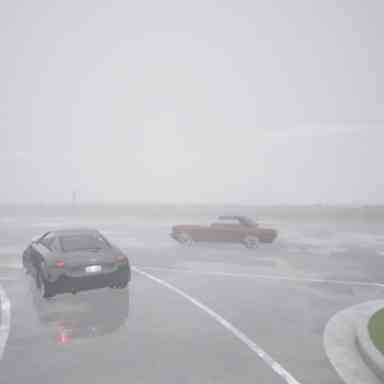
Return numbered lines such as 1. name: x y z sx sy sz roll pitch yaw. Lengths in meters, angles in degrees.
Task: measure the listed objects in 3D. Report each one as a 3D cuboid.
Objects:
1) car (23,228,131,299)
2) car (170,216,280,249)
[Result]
1. car: -3.212 1.650 8.903 1.994 1.385 4.181 0 0 -32
2. car: 1.443 1.721 14.892 4.718 1.301 1.895 0 -1 18
